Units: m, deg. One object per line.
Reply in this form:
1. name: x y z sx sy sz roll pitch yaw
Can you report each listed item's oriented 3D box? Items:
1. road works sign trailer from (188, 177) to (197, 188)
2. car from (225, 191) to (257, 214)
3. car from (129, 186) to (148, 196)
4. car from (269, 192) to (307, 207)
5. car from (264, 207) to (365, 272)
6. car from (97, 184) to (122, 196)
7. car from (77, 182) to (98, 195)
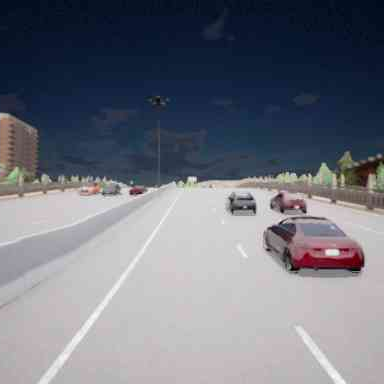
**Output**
1. road works sign trailer: 0.038 -2.286 88.085 2.380 3.560 2.880 0 -3 0
2. car: 3.570 0.697 24.636 2.128 1.511 4.902 0 3 0
3. car: -7.077 -0.152 43.785 1.895 1.301 4.718 0 3 0
4. car: 7.072 0.730 24.647 1.812 1.442 4.674 0 3 0
5. car: 3.571 1.438 10.445 1.994 1.385 4.181 0 2 0
6. car: -10.572 -0.255 43.885 1.837 1.490 4.892 0 3 0
7. car: -14.061 -0.496 45.656 2.097 1.767 4.553 0 3 0
